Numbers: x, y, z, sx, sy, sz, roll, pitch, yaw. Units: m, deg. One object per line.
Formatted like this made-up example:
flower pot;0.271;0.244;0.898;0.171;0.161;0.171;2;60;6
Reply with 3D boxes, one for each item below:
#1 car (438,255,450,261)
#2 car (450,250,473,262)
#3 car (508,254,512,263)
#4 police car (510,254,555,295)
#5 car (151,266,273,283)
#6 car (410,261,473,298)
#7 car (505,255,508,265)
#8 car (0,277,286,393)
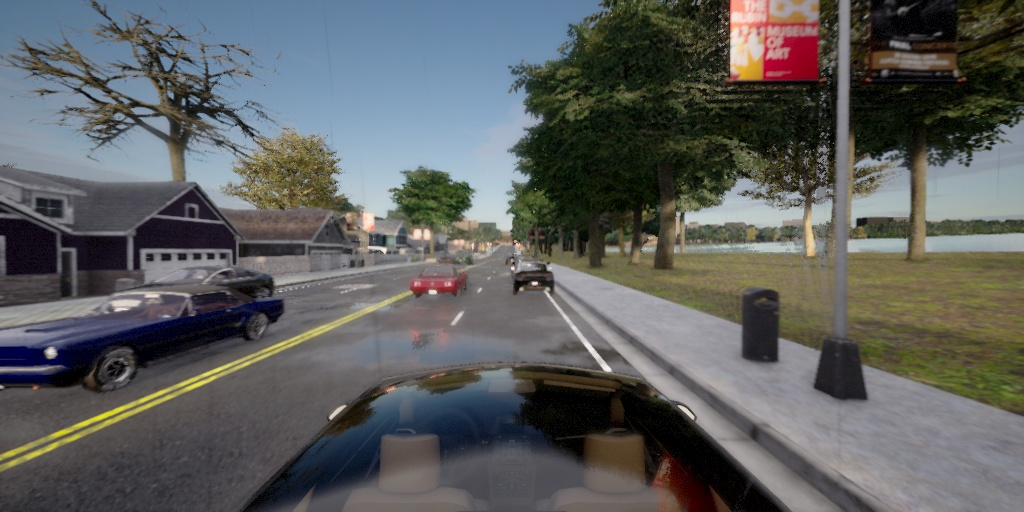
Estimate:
car;-9.801;0.524;54.121;1.994;1.385;4.181;0;0;0
car;-6.577;0.226;48.897;2.150;2.045;5.566;0;1;0
car;0.976;0.648;27.666;2.097;1.767;4.553;0;1;0
police car;0.976;0.906;17.808;1.930;1.638;5.238;0;1;0
car;-9.848;1.090;11.527;2.128;1.511;4.902;0;1;0
car;-3.148;1.107;16.509;1.895;1.301;4.718;0;1;0
car;0.012;0.483;52.057;1.837;1.490;4.892;0;1;0
car;-6.599;1.281;6.716;1.895;1.301;4.718;0;1;0
